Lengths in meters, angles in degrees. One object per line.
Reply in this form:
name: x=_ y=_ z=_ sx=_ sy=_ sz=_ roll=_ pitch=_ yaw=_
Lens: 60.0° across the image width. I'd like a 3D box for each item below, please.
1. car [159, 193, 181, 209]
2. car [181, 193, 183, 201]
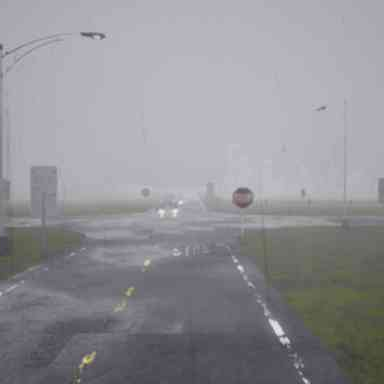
car: x=-2.732 y=1.015 z=39.329 sx=2.097 sy=1.767 sz=4.553 roll=0 pitch=0 yaw=0
car: x=-2.719 y=0.911 z=67.716 sx=2.128 sy=1.511 sz=4.902 roll=0 pitch=1 yaw=0
